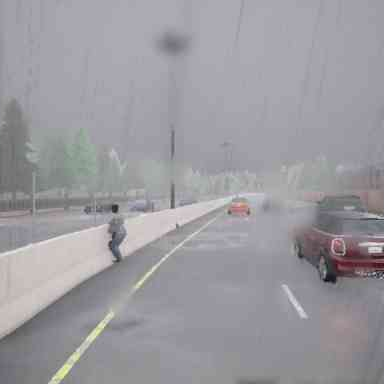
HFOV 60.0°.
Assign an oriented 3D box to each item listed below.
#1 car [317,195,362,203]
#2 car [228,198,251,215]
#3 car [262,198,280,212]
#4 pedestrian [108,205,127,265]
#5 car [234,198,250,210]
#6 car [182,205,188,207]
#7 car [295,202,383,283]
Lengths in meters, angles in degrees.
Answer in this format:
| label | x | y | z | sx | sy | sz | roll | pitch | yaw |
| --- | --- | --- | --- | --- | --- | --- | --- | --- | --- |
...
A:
| label | x | y | z | sx | sy | sz | roll | pitch | yaw |
| --- | --- | --- | --- | --- | --- | --- | --- | --- | --- |
| car | 10.023 | 1.221 | 22.830 | 2.150 | 2.045 | 5.566 | 0 | 0 | 10 |
| car | 4.914 | 1.352 | 34.211 | 2.097 | 1.767 | 4.553 | 0 | 0 | 10 |
| car | 9.420 | 1.504 | 39.525 | 1.837 | 1.490 | 4.892 | 0 | 0 | 10 |
| pedestrian | -2.276 | 1.294 | 10.277 | 0.375 | 1.860 | 0.375 | 0 | 0 | 7 |
| car | 6.633 | 1.564 | 44.085 | 1.994 | 1.385 | 4.181 | 0 | 0 | 10 |
| car | -0.566 | 1.504 | 44.508 | 1.837 | 1.490 | 4.892 | 0 | 0 | 10 |
| car | 4.427 | 1.351 | 9.722 | 2.097 | 1.767 | 4.553 | 0 | 0 | 6 |
